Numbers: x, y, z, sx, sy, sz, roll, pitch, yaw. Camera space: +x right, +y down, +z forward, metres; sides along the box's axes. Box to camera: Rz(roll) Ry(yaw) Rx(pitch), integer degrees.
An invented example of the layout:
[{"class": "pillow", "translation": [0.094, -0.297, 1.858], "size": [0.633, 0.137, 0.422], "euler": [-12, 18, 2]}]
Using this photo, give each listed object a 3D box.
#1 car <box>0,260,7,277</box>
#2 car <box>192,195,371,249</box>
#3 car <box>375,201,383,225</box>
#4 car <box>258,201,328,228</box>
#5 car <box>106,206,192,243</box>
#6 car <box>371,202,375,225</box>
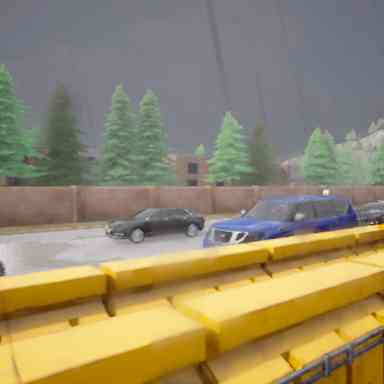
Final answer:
[{"class": "car", "translation": [-5.382, 1.565, 4.439], "size": [5.357, 1.411, 2.033], "euler": [-1, 0, -35]}, {"class": "car", "translation": [2.991, 1.145, 10.396], "size": [5.566, 2.045, 2.150], "euler": [-1, 0, -35]}, {"class": "car", "translation": [11.329, 1.181, 16.340], "size": [4.553, 1.767, 2.097], "euler": [-1, 0, -35]}, {"class": "car", "translation": [6.618, 1.361, 21.574], "size": [4.674, 1.442, 1.812], "euler": [-1, 0, -35]}, {"class": "car", "translation": [-1.611, 1.434, 15.714], "size": [4.892, 1.490, 1.837], "euler": [-1, 0, -35]}, {"class": "car", "translation": [11.869, 1.347, 20.934], "size": [4.892, 1.490, 1.837], "euler": [-1, 0, -35]}]
